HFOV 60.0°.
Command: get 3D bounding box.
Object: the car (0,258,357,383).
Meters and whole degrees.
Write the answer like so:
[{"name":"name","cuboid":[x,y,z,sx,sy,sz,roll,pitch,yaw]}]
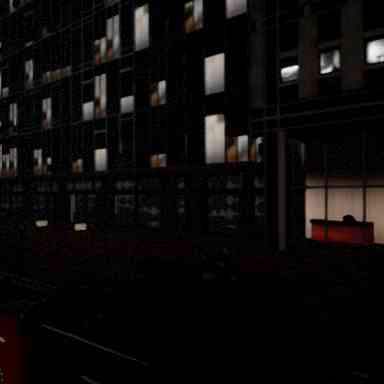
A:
[{"name":"car","cuboid":[-0.625,1.445,3.443,4.097,1.590,1.967,0,0,36]}]
